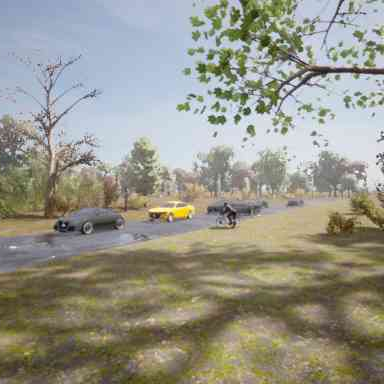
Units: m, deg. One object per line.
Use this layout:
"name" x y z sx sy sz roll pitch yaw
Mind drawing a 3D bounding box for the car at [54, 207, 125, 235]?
"car" -5.819 1.589 19.275 1.994 1.385 4.181 0 0 28

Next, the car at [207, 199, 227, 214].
"car" 3.303 1.536 35.990 1.882 1.535 5.008 0 0 28

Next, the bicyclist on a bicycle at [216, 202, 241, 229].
"bicyclist on a bicycle" 2.258 1.479 20.825 1.656 1.620 0.582 0 0 29

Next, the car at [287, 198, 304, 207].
"car" 17.048 1.634 54.565 2.033 1.411 5.357 0 0 29

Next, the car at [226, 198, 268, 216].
"car" 5.668 1.543 33.672 2.128 1.511 4.902 0 0 29

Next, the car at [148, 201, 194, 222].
"car" -1.615 1.518 26.986 1.882 1.535 5.008 0 0 28
